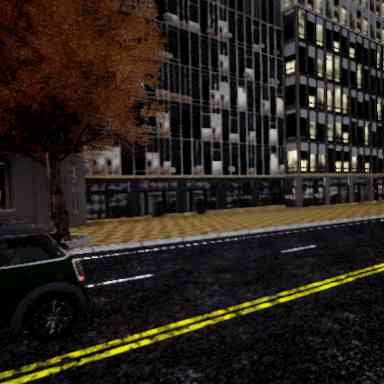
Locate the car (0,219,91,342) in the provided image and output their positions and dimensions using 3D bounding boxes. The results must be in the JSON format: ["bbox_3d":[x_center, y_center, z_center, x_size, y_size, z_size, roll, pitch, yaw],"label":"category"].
[{"bbox_3d":[-3.961,1.358,4.839,4.553,1.767,2.097,-1,1,-35],"label":"car"}]

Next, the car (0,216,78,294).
[{"bbox_3d":[-5.462,1.493,7.760,4.902,1.511,2.128,-1,0,-35],"label":"car"}]
